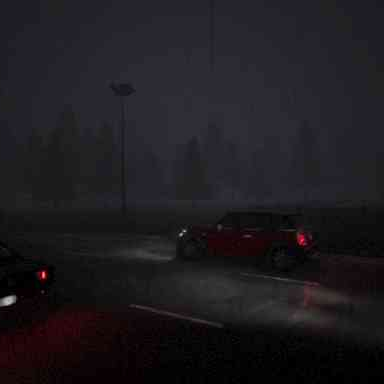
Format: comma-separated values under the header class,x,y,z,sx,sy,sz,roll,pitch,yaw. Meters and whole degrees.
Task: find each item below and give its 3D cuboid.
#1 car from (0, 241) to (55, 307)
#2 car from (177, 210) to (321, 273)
class,x,y,z,sx,sy,sz,roll,pitch,yaw
car,-5.187,1.663,7.024,4.718,1.301,1.895,-1,0,30
car,1.711,1.374,10.942,4.553,1.767,2.097,0,0,32
